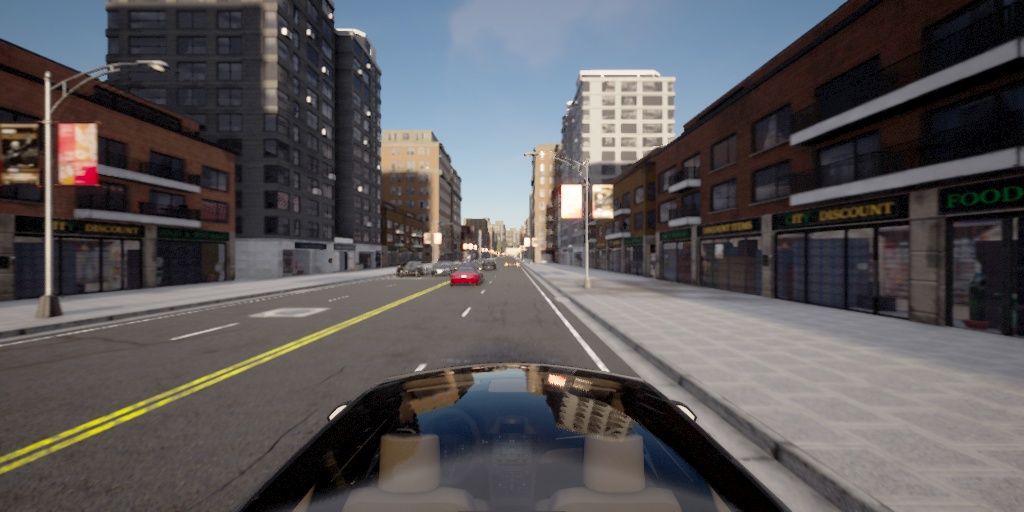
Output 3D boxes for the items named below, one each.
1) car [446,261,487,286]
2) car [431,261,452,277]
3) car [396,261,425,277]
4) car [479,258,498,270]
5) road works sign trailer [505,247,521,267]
[{"bbox_3d":[-3.143,1.307,25.552,1.994,1.385,4.181,0,0,0],"label":"car"},{"bbox_3d":[-6.579,1.234,34.983,2.128,1.511,4.902,0,0,0],"label":"car"},{"bbox_3d":[-9.829,1.249,35.045,1.837,1.490,4.892,0,0,0],"label":"car"},{"bbox_3d":[-3.132,1.241,50.595,1.837,1.490,4.892,0,0,0],"label":"car"},{"bbox_3d":[0.021,0.199,65.057,2.380,3.560,2.880,0,0,0],"label":"road works sign trailer"}]
